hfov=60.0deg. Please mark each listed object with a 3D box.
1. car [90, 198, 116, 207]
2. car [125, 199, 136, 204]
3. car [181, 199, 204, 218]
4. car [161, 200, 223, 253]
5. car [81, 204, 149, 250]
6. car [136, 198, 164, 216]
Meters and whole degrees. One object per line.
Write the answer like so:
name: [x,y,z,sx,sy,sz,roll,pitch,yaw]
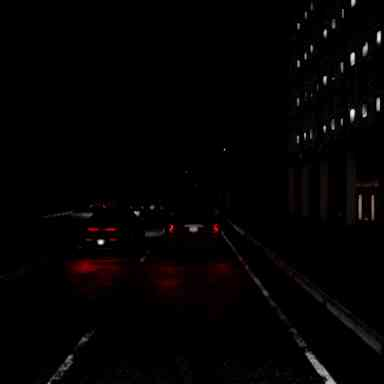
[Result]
car: [-9.832,1.401,36.934,1.882,1.535,5.008,0,0,0]
car: [-6.579,1.484,37.928,1.994,1.385,4.181,0,0,0]
car: [0.073,1.418,30.140,1.882,1.535,5.008,0,0,0]
car: [0.069,1.329,13.807,2.097,1.767,4.553,0,0,0]
car: [-3.179,1.482,14.063,1.837,1.490,4.892,0,0,0]
car: [-3.184,1.296,28.732,2.097,1.767,4.553,0,0,0]
